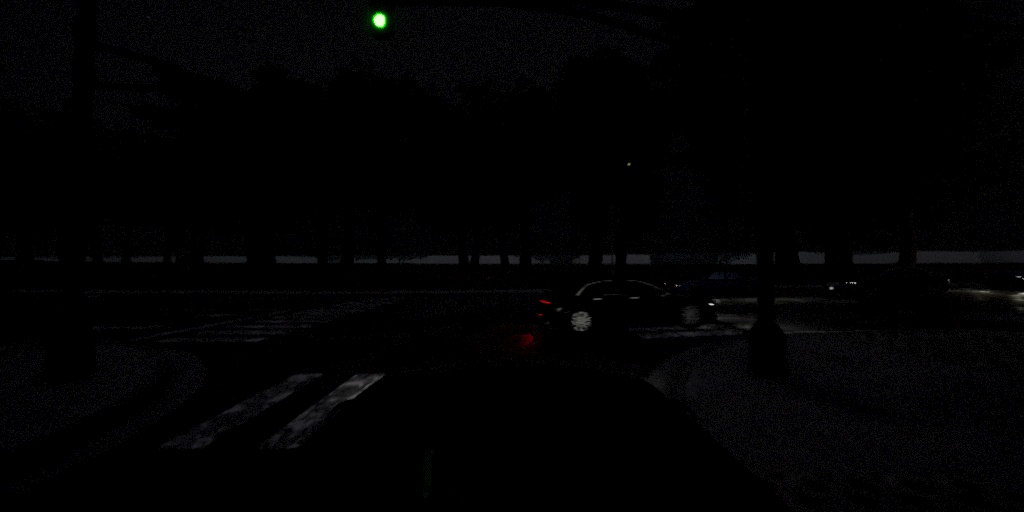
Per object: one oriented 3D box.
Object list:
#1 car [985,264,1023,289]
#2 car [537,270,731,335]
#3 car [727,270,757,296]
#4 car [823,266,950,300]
[{"bbox_3d":[29.948,1.126,20.239,5.008,1.535,1.882,-1,-2,0],"label":"car"},{"bbox_3d":[3.170,1.333,10.243,4.892,1.490,1.837,-3,-2,0],"label":"car"},{"bbox_3d":[11.459,1.479,20.143,5.357,1.411,2.033,-1,-2,0],"label":"car"},{"bbox_3d":[17.500,1.212,16.927,4.902,1.511,2.128,-1,-2,0],"label":"car"}]
